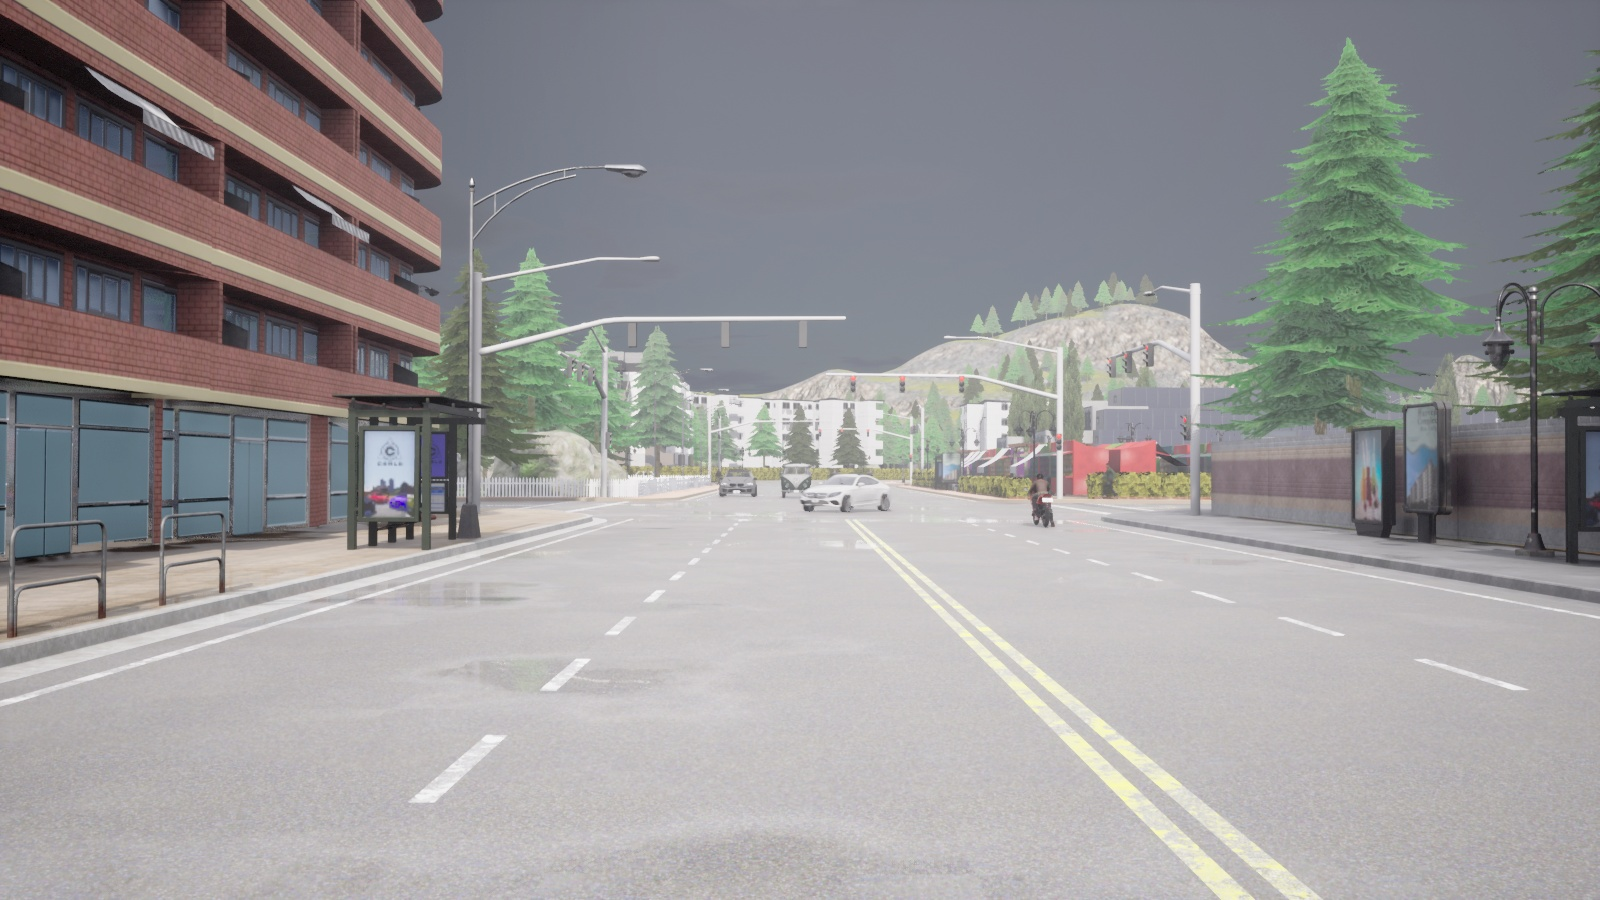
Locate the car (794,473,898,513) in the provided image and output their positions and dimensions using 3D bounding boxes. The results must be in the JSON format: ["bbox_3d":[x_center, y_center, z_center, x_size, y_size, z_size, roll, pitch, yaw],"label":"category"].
[{"bbox_3d":[1.805,1.616,47.815,1.812,1.442,4.674,-1,-1,33],"label":"car"}]

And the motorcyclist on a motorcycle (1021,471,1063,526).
[{"bbox_3d":[6.901,1.372,35.922,0.797,1.523,2.044,0,-1,0],"label":"motorcyclist on a motorcycle"}]

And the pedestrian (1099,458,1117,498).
[{"bbox_3d":[15.347,1.401,62.545,0.788,1.949,0.423,0,-1,2],"label":"pedestrian"}]

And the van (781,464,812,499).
[{"bbox_3d":[-0.201,1.801,73.544,1.775,1.987,4.442,0,-1,0],"label":"van"}]

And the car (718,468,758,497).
[{"bbox_3d":[-3.707,1.948,75.973,2.242,1.667,4.611,0,-1,0],"label":"car"}]
